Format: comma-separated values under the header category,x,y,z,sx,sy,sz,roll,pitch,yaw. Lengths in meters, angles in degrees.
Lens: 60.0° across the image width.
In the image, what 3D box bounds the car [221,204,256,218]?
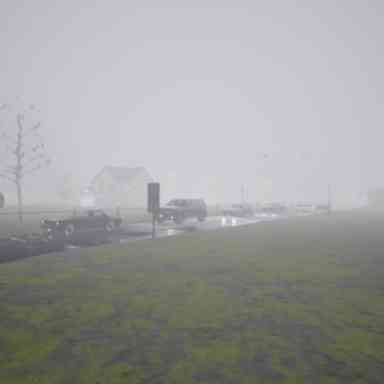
category,x,y,z,sx,sy,sz,roll,pitch,yaw
car,5.329,2.024,36.892,2.033,1.411,5.357,1,0,35

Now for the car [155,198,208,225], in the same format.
category,x,y,z,sx,sy,sz,roll,pitch,yaw
car,-0.814,1.555,28.205,2.150,2.045,5.566,1,0,36

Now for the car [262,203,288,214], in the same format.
category,x,y,z,sx,sy,sz,roll,pitch,yaw
car,11.321,2.213,45.301,1.895,1.301,4.718,1,0,36

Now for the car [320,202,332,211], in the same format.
category,x,y,z,sx,sy,sz,roll,pitch,yaw
car,21.929,2.390,55.288,1.994,1.385,4.181,1,0,35

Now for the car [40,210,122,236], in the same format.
category,x,y,z,sx,sy,sz,roll,pitch,yaw
car,-6.571,1.797,20.066,1.895,1.301,4.718,1,0,35

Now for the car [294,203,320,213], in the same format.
category,x,y,z,sx,sy,sz,roll,pitch,yaw
car,16.097,2.298,47.045,1.895,1.301,4.718,1,0,35
